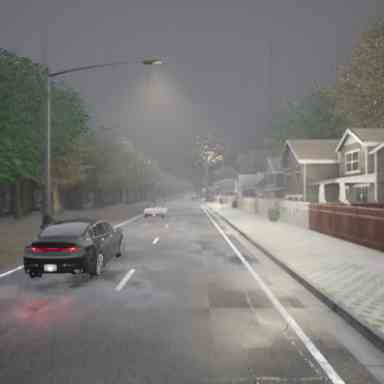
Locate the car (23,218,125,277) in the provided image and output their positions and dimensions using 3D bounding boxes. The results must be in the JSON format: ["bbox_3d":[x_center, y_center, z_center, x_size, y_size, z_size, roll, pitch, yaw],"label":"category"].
[{"bbox_3d":[-3.402,1.574,10.416,1.837,1.490,4.892,0,0,0],"label":"car"}]

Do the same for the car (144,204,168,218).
[{"bbox_3d":[-3.396,1.795,32.048,1.895,1.301,4.718,0,0,0],"label":"car"}]
